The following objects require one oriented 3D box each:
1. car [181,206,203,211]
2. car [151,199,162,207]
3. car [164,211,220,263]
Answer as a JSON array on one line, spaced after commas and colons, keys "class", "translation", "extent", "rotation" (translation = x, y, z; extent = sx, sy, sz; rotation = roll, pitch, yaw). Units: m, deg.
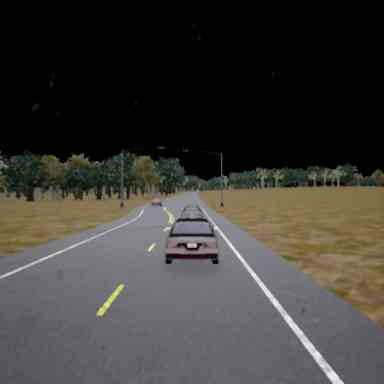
[{"class": "car", "translation": [0.015, 1.867, 28.472], "extent": [1.994, 1.385, 4.181], "rotation": [0, -1, 0]}, {"class": "car", "translation": [-6.986, 2.079, 65.597], "extent": [1.882, 1.535, 5.008], "rotation": [0, 0, -1]}, {"class": "car", "translation": [0.008, 1.682, 12.545], "extent": [2.033, 1.411, 5.357], "rotation": [0, -1, 0]}]
